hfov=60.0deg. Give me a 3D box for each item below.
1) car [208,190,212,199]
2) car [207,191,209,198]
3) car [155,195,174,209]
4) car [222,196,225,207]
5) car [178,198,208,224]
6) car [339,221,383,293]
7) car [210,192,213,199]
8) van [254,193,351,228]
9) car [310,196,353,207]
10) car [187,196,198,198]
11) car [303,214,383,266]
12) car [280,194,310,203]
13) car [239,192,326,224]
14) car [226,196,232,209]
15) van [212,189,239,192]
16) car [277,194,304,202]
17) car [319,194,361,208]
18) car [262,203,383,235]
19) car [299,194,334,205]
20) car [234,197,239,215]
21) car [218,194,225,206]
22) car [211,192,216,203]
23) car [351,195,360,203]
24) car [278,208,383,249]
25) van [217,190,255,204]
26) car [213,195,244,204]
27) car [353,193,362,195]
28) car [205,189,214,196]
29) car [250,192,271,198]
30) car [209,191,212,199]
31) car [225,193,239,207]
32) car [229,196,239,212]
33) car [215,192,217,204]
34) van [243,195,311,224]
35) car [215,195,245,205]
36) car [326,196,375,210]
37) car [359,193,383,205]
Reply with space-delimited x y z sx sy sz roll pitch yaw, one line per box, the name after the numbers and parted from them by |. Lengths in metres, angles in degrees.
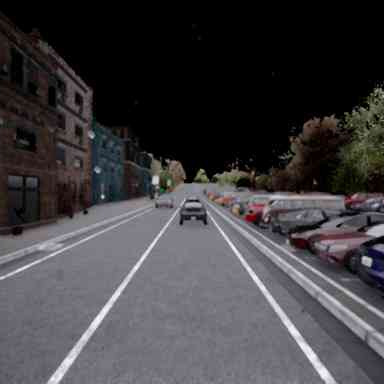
6.229 1.014 68.495 4.553 1.767 2.185 0 0 0 | car
6.454 1.117 71.153 5.366 1.575 1.946 0 0 0 | car
-3.350 1.158 41.119 2.097 1.767 4.553 0 0 0 | car
6.162 1.385 37.754 4.674 1.452 2.002 0 0 0 | car
0.094 1.402 23.713 1.837 1.490 4.892 0 1 0 | car
6.088 1.533 7.138 4.792 1.488 2.163 0 0 0 | car
6.238 1.201 60.020 5.008 1.535 2.097 0 0 0 | car
5.979 1.221 18.394 4.442 1.987 1.878 0 0 0 | van
19.261 1.294 46.083 5.008 1.535 2.097 0 0 0 | car
0.090 1.296 41.513 2.128 1.511 4.902 0 0 0 | car
6.070 1.529 9.921 4.674 1.452 2.002 0 0 0 | car
19.327 1.180 62.792 5.008 1.535 2.097 0 0 0 | car
6.076 1.182 21.053 5.566 2.045 2.435 0 0 0 | car
6.147 1.377 32.187 4.892 1.521 2.231 0 0 0 | car
6.358 0.956 62.802 4.442 1.987 1.878 0 0 0 | van
19.333 1.200 65.578 4.674 1.452 2.002 0 0 0 | car
19.225 1.185 43.298 4.553 1.767 2.185 0 0 0 | car
6.079 1.463 15.488 4.892 1.521 2.231 0 0 0 | car
19.253 1.132 51.652 4.553 1.767 2.185 0 0 0 | car
6.116 1.406 26.621 4.892 1.521 2.231 0 0 0 | car
6.148 1.341 43.320 4.792 1.488 2.163 0 0 0 | car
6.019 1.255 51.671 5.366 1.575 1.946 0 0 0 | car
19.236 1.361 34.943 4.892 1.521 2.231 0 0 0 | car
6.048 1.505 12.705 4.792 1.488 2.163 0 0 0 | car
6.069 1.068 46.166 4.442 1.987 1.878 0 0 0 | van
6.218 1.221 57.237 5.008 1.535 2.097 0 0 0 | car
19.211 1.093 37.726 5.566 2.045 2.435 0 0 0 | car
6.315 0.827 76.718 5.566 2.045 2.435 0 0 0 | car
19.237 0.841 93.569 5.366 1.575 1.946 0 1 0 | car
6.257 1.162 65.587 4.892 1.521 2.231 0 0 0 | car
6.119 1.235 34.971 4.553 1.767 2.185 0 0 0 | car
6.317 1.388 29.403 5.366 1.575 1.946 0 0 0 | car
6.164 1.151 48.886 4.553 1.767 2.185 0 0 0 | car
5.997 1.194 23.836 4.442 1.987 1.878 0 0 0 | van
6.216 1.280 54.454 4.674 1.452 2.002 0 0 0 | car
19.253 1.327 40.514 5.008 1.535 2.097 0 0 0 | car
19.252 1.249 32.157 4.553 1.767 2.185 0 0 0 | car
